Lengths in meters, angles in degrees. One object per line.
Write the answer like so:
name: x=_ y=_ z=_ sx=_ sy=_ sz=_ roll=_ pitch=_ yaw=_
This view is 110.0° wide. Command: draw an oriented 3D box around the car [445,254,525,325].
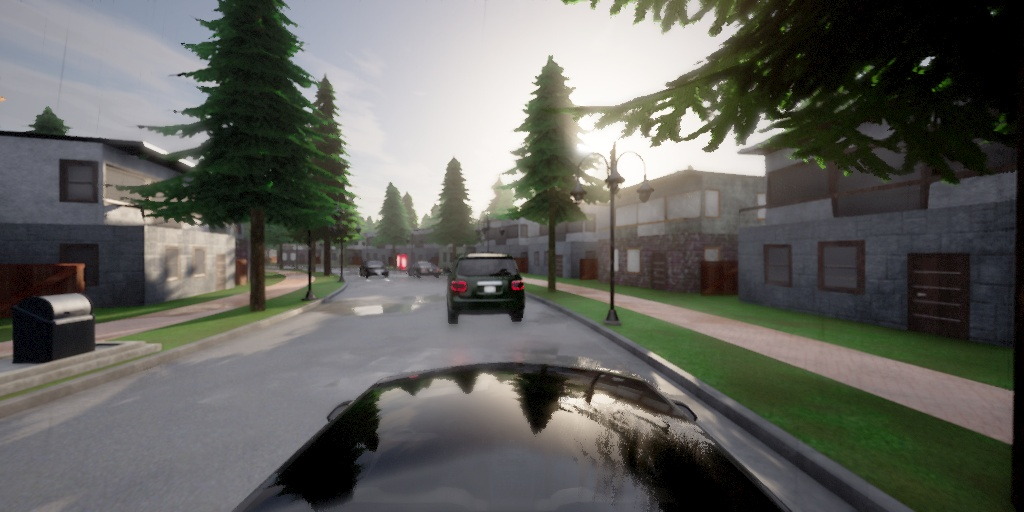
car: x=-1.051 y=0.942 z=11.882 sx=2.150 sy=2.045 sz=5.566 roll=0 pitch=0 yaw=-10

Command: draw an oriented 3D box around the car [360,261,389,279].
car: x=-12.132 y=1.154 z=31.546 sx=2.128 sy=1.511 sz=4.902 roll=0 pitch=0 yaw=-31

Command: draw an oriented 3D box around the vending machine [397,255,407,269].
vending machine: x=-14.573 y=0.811 z=47.541 sx=1.100 sy=2.100 sz=0.880 roll=0 pitch=0 yaw=-44

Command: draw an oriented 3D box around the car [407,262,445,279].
car: x=-7.836 y=1.209 z=31.563 sx=2.033 sy=1.411 sz=5.357 roll=0 pitch=0 yaw=-28
